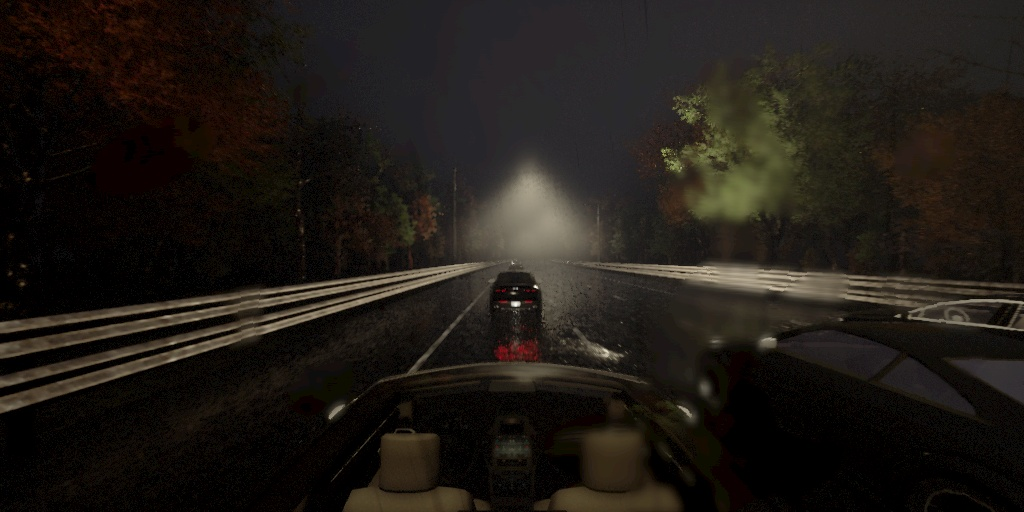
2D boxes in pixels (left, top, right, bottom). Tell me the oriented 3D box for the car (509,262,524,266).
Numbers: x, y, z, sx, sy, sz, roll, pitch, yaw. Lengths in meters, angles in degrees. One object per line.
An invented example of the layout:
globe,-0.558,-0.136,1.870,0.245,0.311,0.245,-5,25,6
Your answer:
car,0.572,1.467,46.392,2.128,1.511,4.902,0,0,1

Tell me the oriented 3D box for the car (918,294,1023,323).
car,7.104,1.262,4.882,2.128,1.511,4.902,0,0,0

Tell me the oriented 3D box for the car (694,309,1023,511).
car,3.603,1.325,3.459,1.994,1.385,4.181,0,0,0

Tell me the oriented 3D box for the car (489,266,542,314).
car,0.139,1.319,14.189,1.837,1.490,4.892,0,0,0
